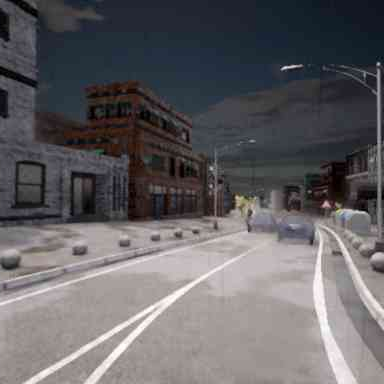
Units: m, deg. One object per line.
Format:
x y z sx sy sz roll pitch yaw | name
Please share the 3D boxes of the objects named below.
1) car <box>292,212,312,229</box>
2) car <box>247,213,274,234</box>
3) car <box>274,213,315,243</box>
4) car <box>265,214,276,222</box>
12.708 3.235 38.786 2.097 1.767 4.553 0 -3 17 | car
6.165 2.613 29.054 2.097 1.767 4.553 0 -3 19 | car
6.808 2.229 21.513 2.097 1.767 4.553 0 -3 21 | car
16.024 5.290 68.164 1.837 1.490 4.892 0 -5 9 | car
